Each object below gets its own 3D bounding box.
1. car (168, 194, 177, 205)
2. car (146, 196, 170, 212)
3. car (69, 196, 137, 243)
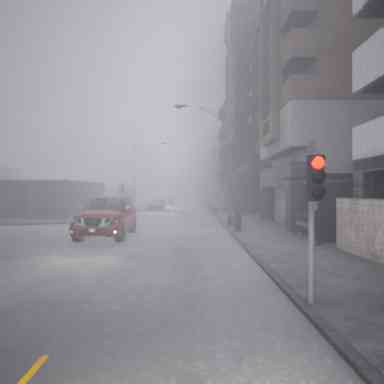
[{"bbox_3d":[-4.031,1.471,57.081,2.128,1.511,4.902,0,0,0],"label":"car"},{"bbox_3d":[-4.116,1.532,39.004,2.033,1.411,5.357,0,0,0],"label":"car"},{"bbox_3d":[-4.104,1.214,16.383,2.150,2.045,5.566,0,0,0],"label":"car"}]
